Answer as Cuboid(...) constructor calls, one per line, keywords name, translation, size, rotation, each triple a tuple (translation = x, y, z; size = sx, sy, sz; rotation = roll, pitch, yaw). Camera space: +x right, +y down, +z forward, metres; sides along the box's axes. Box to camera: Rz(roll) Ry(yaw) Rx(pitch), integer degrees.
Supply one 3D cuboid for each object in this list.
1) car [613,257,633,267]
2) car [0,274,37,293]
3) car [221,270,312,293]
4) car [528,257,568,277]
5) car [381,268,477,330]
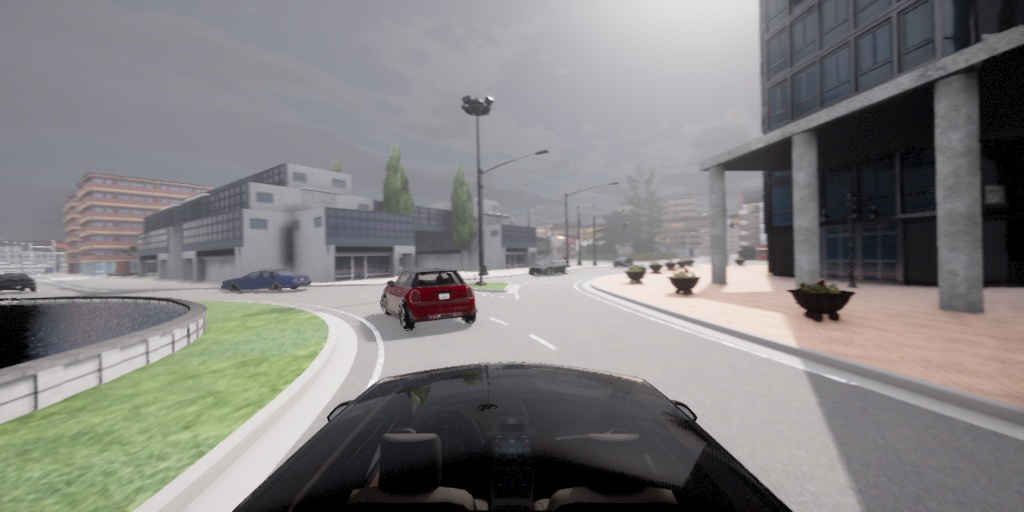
Cuboid(name="car", translation=(16.341, 0.903, 52.596), size=(1.837, 1.490, 4.892), rotation=(-1, 0, 36))
Cuboid(name="car", translation=(-38.382, 2.100, 27.440), size=(4.892, 1.490, 1.837), rotation=(-1, 1, 27))
Cuboid(name="car", translation=(-16.345, 1.656, 23.978), size=(5.357, 1.411, 2.033), rotation=(-1, 0, 6))
Cuboid(name="car", translation=(3.526, 1.020, 34.959), size=(2.097, 1.767, 4.553), rotation=(-1, 0, 38))
Cuboid(name="car", translation=(-2.894, 1.165, 11.807), size=(2.097, 1.767, 4.553), rotation=(-2, 0, -29))
